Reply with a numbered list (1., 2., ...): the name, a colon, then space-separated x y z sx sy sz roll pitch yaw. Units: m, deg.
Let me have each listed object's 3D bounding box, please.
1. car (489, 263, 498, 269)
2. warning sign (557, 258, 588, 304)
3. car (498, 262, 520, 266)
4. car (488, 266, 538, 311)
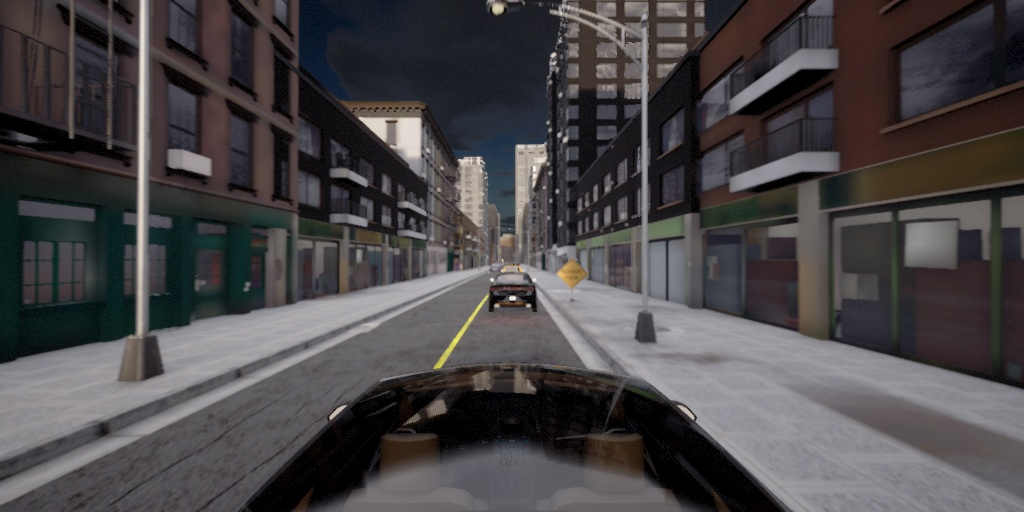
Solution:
1. car: -2.802 1.993 60.544 1.812 1.442 4.674 0 -1 1
2. warning sign: 2.515 1.022 15.016 1.300 1.860 1.060 0 0 0
3. car: 0.048 1.570 30.398 1.882 1.535 5.008 0 0 0
4. car: 0.053 1.389 15.389 1.882 1.535 5.008 0 0 1
